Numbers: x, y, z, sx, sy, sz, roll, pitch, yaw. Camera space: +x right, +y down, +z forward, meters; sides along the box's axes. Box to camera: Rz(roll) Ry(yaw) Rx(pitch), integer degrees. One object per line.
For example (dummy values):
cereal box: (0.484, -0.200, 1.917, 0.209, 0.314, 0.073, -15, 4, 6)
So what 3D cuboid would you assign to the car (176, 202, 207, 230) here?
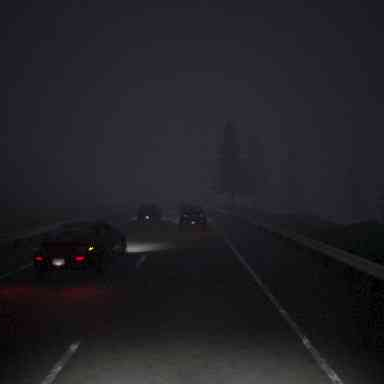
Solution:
car: (0.026, 1.722, 23.160, 2.128, 1.511, 4.902, 0, -1, -1)

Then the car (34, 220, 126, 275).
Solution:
car: (-3.398, 1.634, 10.773, 1.812, 1.442, 4.674, 0, -1, 0)

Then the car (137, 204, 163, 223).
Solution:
car: (-3.631, 1.791, 28.759, 1.837, 1.490, 4.892, 0, -1, -2)
